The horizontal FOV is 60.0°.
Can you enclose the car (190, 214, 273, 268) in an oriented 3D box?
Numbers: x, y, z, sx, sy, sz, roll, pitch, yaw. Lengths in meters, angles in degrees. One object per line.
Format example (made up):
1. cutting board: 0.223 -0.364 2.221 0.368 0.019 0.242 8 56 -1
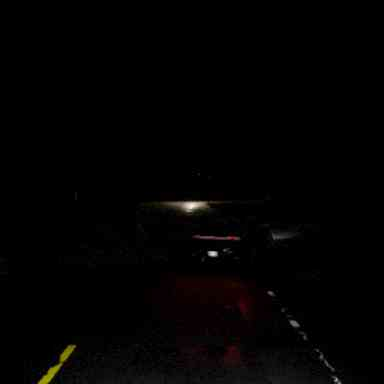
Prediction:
1. car: 1.514 1.503 11.486 2.128 1.511 4.902 -1 0 23
